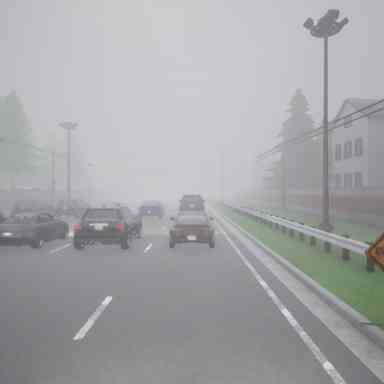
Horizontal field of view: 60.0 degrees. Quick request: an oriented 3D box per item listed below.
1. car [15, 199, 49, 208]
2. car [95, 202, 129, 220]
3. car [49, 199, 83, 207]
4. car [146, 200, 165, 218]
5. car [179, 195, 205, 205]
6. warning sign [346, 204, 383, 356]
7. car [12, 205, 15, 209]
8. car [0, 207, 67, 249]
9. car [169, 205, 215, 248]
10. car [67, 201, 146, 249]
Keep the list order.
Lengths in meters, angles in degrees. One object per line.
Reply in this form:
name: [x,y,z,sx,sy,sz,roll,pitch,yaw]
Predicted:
car: [-14.000,1.367,29.620,2.097,1.767,4.553,0,0,0]
car: [-7.000,1.617,29.680,1.895,1.301,4.718,0,0,0]
car: [-10.500,1.367,29.620,2.097,1.767,4.553,0,0,0]
car: [-3.500,1.485,29.650,1.882,1.535,5.008,0,0,0]
car: [0.000,1.258,29.680,2.150,2.045,5.566,0,0,0]
warning sign: [3.050,1.115,4.652,1.300,1.860,1.060,0,0,0]
car: [-10.500,1.258,14.680,2.150,2.045,5.566,0,0,0]
car: [-7.000,1.573,14.650,1.994,1.385,4.181,0,0,0]
car: [0.000,1.534,14.650,1.812,1.442,4.674,0,0,0]
car: [-3.500,1.367,14.620,2.097,1.767,4.553,0,0,0]
